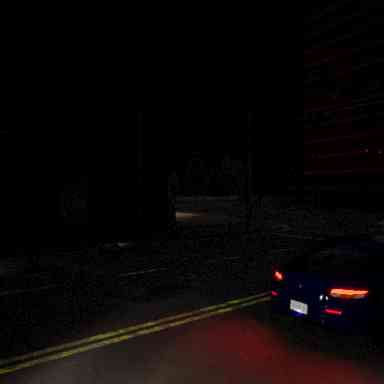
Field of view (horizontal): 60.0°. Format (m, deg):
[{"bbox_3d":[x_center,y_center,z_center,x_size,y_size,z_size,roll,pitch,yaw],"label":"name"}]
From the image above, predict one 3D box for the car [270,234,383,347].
[{"bbox_3d":[3.452,1.526,6.234,4.674,1.442,1.812,0,0,-35],"label":"car"}]
